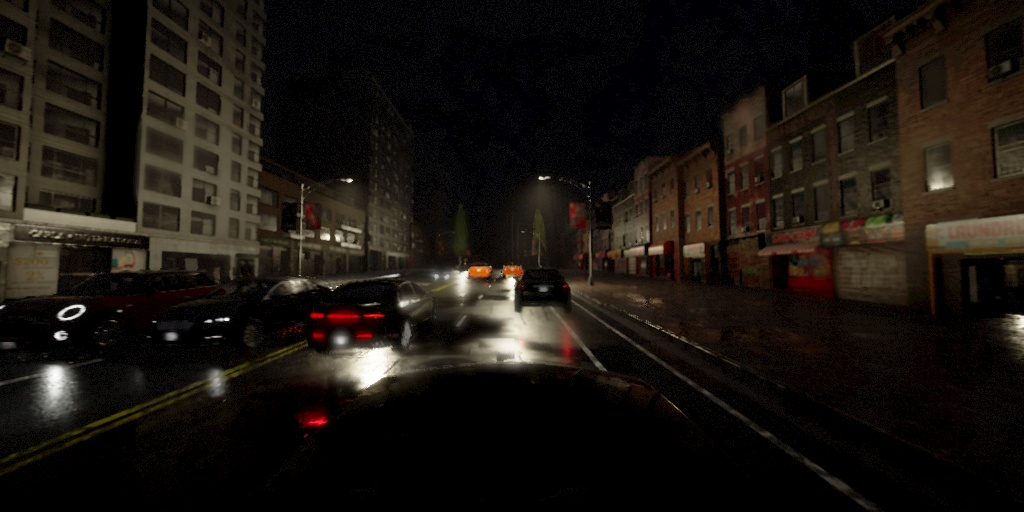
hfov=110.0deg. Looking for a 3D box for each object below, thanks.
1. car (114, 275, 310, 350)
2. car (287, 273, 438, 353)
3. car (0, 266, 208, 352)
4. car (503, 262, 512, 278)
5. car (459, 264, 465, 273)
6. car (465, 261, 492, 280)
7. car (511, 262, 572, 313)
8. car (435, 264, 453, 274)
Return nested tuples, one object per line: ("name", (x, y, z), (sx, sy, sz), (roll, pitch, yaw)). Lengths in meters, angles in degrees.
("car", (-6.600, 1.317, 9.398), (2.128, 1.511, 4.902), (0, -1, 0))
("car", (-3.150, 1.326, 9.023), (1.837, 1.490, 4.892), (0, -1, 0))
("car", (-9.849, 1.176, 9.250), (2.097, 1.767, 4.553), (0, -1, 0))
("car", (0.057, 1.452, 40.165), (2.097, 1.767, 4.553), (0, -1, 0))
("car", (-6.575, 1.814, 52.938), (1.994, 1.385, 4.181), (0, -1, 0))
("car", (-3.149, 1.416, 36.133), (2.097, 1.767, 4.553), (0, -1, 0))
("car", (1.137, 1.228, 14.879), (2.097, 1.767, 4.553), (0, -1, 0))
("car", (-9.829, 1.834, 51.840), (1.895, 1.301, 4.718), (0, -1, 0))
